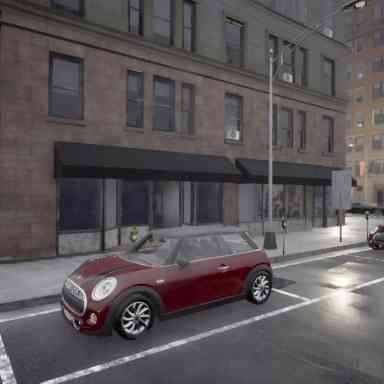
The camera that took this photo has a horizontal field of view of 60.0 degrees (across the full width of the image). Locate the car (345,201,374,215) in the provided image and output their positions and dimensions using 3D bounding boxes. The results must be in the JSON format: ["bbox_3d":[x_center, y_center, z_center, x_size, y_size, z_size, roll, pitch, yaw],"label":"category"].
[{"bbox_3d":[15.801,1.533,30.369,1.895,1.301,4.718,1,0,-36],"label":"car"}]

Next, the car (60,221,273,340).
[{"bbox_3d":[-0.362,1.441,6.488,4.097,1.590,1.967,0,0,-35],"label":"car"}]

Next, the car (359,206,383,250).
[{"bbox_3d":[8.598,1.445,12.845,4.097,1.590,1.967,0,0,-35],"label":"car"}]
